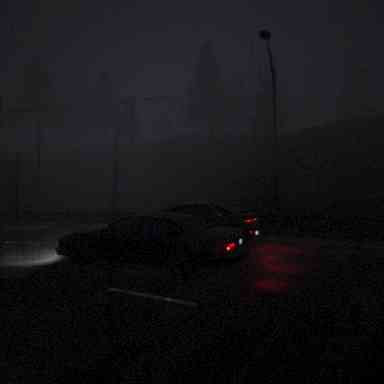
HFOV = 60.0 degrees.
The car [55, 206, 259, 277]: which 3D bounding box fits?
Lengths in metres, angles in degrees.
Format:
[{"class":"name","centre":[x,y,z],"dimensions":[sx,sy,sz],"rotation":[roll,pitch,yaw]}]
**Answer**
[{"class":"car","centre":[-1.133,1.264,9.065],"dimensions":[5.357,1.411,2.033],"rotation":[0,2,24]}]

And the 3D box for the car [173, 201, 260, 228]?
[{"class":"car","centre":[-0.039,1.102,12.061],"dimensions":[4.892,1.490,1.837],"rotation":[0,0,26]}]
